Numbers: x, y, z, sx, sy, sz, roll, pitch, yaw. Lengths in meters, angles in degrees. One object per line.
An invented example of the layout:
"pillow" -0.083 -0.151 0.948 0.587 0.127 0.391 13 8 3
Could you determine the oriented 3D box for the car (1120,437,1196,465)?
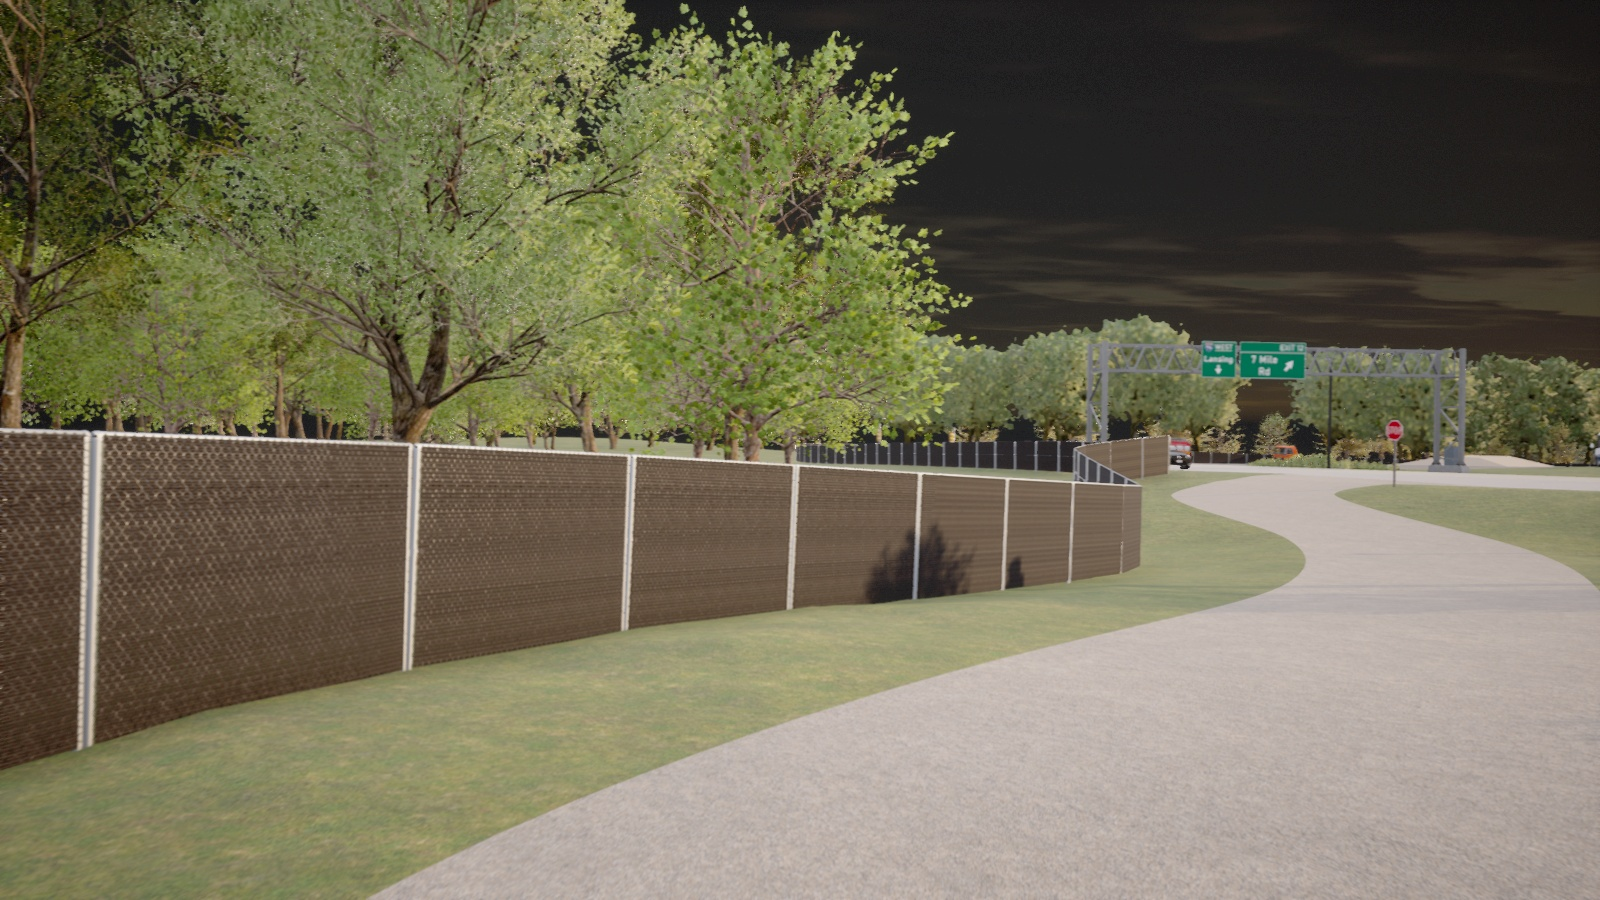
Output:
"car" 22.291 0.072 78.410 2.152 1.651 5.027 0 0 -18
